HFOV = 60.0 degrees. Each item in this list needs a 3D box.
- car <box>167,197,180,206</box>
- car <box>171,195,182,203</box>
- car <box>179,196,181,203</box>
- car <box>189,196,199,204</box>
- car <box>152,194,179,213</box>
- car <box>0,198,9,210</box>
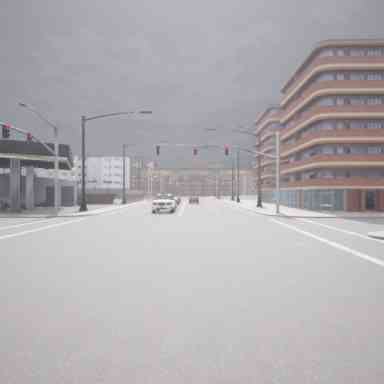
[{"bbox_3d":[-3.118,1.547,57.720,2.033,1.411,5.357,0,0,0],"label":"car"},{"bbox_3d":[-3.183,1.491,68.049,2.128,1.511,4.902,0,0,0],"label":"car"},{"bbox_3d":[-3.102,1.547,47.390,2.033,1.411,5.357,0,0,0],"label":"car"},{"bbox_3d":[0.344,1.491,63.768,2.128,1.511,4.902,0,0,0],"label":"car"},{"bbox_3d":[-3.043,1.223,36.658,2.150,2.045,5.566,0,0,2],"label":"car"},{"bbox_3d":[-23.944,1.456,39.459,3.806,1.475,1.970,0,0,1],"label":"car"}]
